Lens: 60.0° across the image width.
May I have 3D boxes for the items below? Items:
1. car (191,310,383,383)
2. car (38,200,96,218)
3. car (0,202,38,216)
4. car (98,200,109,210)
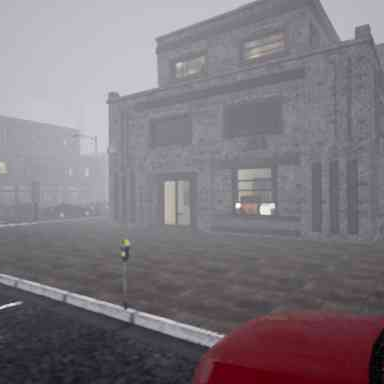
[{"bbox_3d":[2.203,1.304,1.305,5.009,1.841,2.192,-1,0,35],"label":"car"},{"bbox_3d":[-11.599,1.664,31.266,1.887,1.381,4.507,0,0,35],"label":"car"},{"bbox_3d":[-18.494,1.794,36.029,1.802,1.307,4.206,0,0,35],"label":"car"},{"bbox_3d":[-12.889,1.698,44.146,2.008,1.369,4.403,0,0,35],"label":"car"}]
